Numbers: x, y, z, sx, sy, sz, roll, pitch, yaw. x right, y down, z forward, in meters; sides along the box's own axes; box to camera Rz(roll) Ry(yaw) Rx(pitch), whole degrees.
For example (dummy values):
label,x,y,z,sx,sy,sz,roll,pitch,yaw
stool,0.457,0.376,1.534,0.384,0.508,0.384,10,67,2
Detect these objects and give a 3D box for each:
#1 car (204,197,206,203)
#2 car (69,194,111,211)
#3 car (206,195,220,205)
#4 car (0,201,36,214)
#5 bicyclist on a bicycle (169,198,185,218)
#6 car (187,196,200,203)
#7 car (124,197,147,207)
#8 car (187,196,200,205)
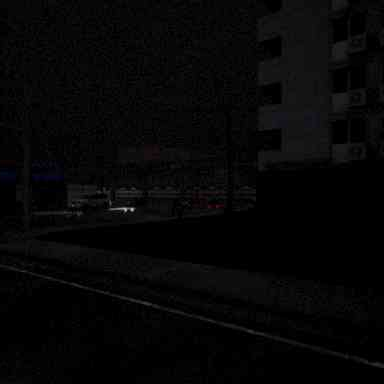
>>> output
label,x,y,z,sx,sy,sz,roll,pitch,yaw
car,3.835,1.352,67.370,2.097,1.767,4.553,0,0,-8
car,-12.386,1.221,40.759,2.150,2.045,5.566,0,0,29
car,3.825,1.526,58.512,1.812,1.442,4.674,0,0,4
car,-17.969,1.601,32.505,1.895,1.301,4.718,0,0,35
bicyclist on a bicycle,-1.250,1.301,27.342,1.656,1.620,0.582,0,0,36
car,0.293,1.564,67.513,1.994,1.385,4.181,0,0,-8
car,-8.442,1.492,50.036,2.128,1.511,4.902,0,0,15
car,0.352,1.564,59.102,1.994,1.385,4.181,0,0,4
